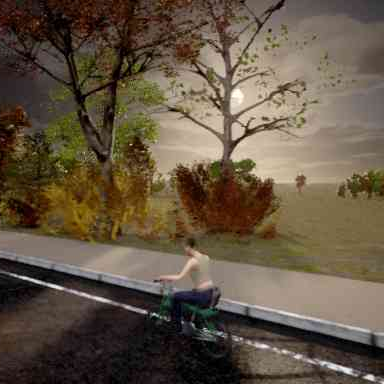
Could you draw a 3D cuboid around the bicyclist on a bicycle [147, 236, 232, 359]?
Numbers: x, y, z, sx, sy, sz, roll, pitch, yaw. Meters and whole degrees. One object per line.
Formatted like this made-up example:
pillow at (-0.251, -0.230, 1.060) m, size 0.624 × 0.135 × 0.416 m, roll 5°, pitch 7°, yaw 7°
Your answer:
bicyclist on a bicycle at (-0.089, 1.424, 4.730) m, size 1.509 × 1.612 × 0.866 m, roll 0°, pitch 0°, yaw 35°
